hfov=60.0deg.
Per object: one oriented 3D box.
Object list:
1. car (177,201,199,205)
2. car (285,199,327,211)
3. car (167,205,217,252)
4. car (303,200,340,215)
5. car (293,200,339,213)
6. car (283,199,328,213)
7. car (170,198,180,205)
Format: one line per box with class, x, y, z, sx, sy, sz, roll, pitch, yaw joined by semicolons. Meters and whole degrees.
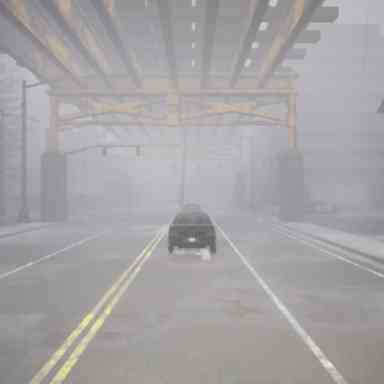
car;0.004;1.726;29.024;2.033;1.411;5.357;0;0;0
car;13.642;1.529;39.809;4.536;1.218;1.853;0;0;25
car;0.010;1.579;14.510;1.882;1.535;5.008;0;0;0
car;13.268;1.665;35.671;4.974;1.542;2.038;0;0;-20
car;13.317;1.507;35.690;4.536;1.218;1.853;0;0;-20
car;13.595;1.686;39.830;4.974;1.542;2.038;0;0;25
car;-3.489;1.913;69.718;2.128;1.511;4.902;0;0;0
